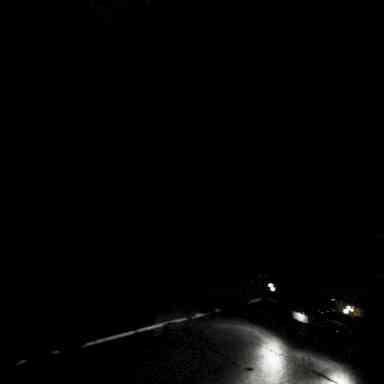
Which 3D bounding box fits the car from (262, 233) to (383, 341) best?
[{"bbox_3d":[3.865,1.585,6.737,5.357,1.411,2.033,0,0,-35],"label":"car"}]
